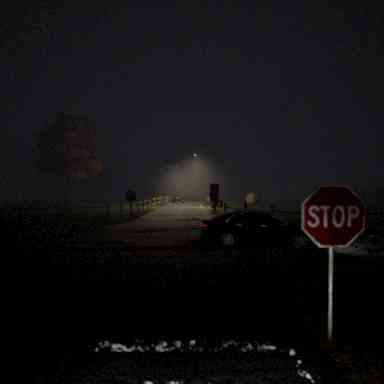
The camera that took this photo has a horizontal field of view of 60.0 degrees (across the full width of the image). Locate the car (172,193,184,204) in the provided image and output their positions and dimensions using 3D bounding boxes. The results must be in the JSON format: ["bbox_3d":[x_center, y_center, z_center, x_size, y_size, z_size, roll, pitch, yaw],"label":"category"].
[{"bbox_3d":[-2.686,1.212,65.879,2.150,2.045,5.566,0,0,0],"label":"car"}]

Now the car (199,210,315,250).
[{"bbox_3d":[2.755,1.526,13.940,4.892,1.490,1.837,0,1,-1],"label":"car"}]
